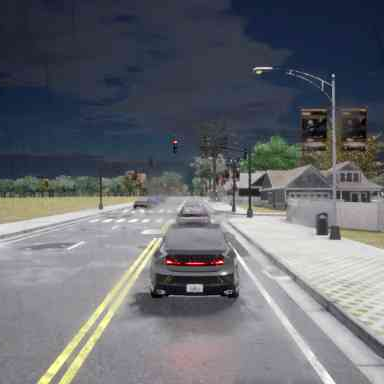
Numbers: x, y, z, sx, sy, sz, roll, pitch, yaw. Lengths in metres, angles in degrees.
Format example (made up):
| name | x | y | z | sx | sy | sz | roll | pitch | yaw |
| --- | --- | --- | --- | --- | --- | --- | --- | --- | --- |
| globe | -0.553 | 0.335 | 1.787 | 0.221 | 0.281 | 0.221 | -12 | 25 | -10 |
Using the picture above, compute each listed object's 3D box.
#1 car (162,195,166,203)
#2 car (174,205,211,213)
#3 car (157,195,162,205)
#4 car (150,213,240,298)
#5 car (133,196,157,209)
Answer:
| name | x | y | z | sx | sy | sz | roll | pitch | yaw |
| --- | --- | --- | --- | --- | --- | --- | --- | --- | --- |
| car | -6.568 | 1.361 | 69.341 | 2.097 | 1.767 | 4.553 | 0 | 0 | 0 |
| car | 0.056 | 1.501 | 18.770 | 2.128 | 1.511 | 4.902 | 0 | 0 | -2 |
| car | -6.642 | 1.481 | 56.740 | 1.882 | 1.535 | 5.008 | 0 | 0 | 0 |
| car | 0.075 | 1.510 | 8.500 | 1.837 | 1.490 | 4.892 | 0 | 0 | 1 |
| car | -6.621 | 1.556 | 45.537 | 2.033 | 1.411 | 5.357 | 0 | 0 | 4 |
